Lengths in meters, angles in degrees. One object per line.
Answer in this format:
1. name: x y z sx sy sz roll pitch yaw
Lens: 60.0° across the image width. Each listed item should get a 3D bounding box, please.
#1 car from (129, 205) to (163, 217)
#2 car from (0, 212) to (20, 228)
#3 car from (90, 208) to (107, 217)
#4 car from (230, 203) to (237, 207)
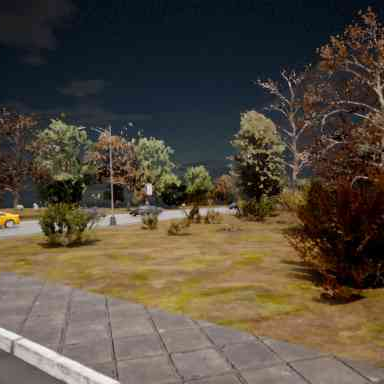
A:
1. car: -6.083 2.510 44.875 2.033 1.411 5.357 -3 -2 32
2. car: -17.053 2.368 27.665 1.882 1.535 5.008 -3 -2 33
3. car: -11.724 2.459 35.903 2.033 1.411 5.357 -3 -2 32
4. car: 8.619 2.569 61.362 1.895 1.301 4.718 -3 -2 32
